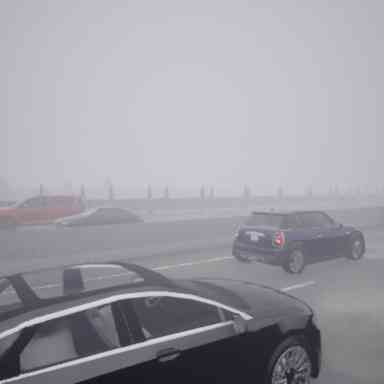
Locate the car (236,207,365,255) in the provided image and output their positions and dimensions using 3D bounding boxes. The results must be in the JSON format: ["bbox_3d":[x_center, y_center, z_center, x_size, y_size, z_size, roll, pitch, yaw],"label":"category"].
[{"bbox_3d":[3.476,1.298,10.526,4.553,1.767,2.097,0,0,-36],"label":"car"}]

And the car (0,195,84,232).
[{"bbox_3d":[-8.852,1.197,19.175,5.566,2.045,2.150,0,0,-36],"label":"car"}]

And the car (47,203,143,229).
[{"bbox_3d":[-4.881,1.487,17.692,4.674,1.442,1.812,0,0,-36],"label":"car"}]

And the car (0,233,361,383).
[{"bbox_3d":[-0.720,1.484,3.233,4.902,1.511,2.128,0,0,-35],"label":"car"}]
